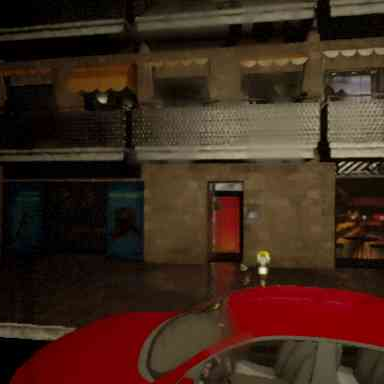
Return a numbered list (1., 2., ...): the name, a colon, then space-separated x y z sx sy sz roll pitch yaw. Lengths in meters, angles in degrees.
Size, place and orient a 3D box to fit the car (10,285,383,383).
1. car: 0.707 1.561 2.849 4.507 1.381 1.887 0 0 9
